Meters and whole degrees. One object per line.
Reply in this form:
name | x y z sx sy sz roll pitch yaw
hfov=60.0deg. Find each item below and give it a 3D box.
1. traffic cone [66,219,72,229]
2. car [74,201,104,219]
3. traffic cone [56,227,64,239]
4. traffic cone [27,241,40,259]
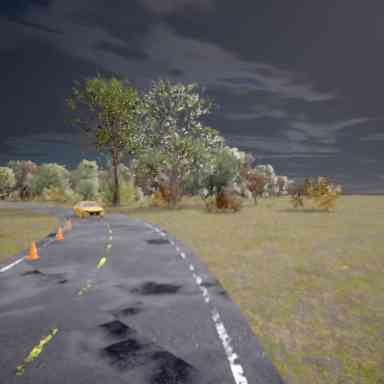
traffic cone | -7.770 2.029 21.040 0.340 0.580 0.340 0 0 -17
car | -9.479 1.594 30.492 1.882 1.535 5.008 1 -1 -30
traffic cone | -6.507 2.013 16.366 0.340 0.580 0.340 0 0 -13
traffic cone | -5.545 2.000 11.620 0.340 0.580 0.340 0 0 -10
